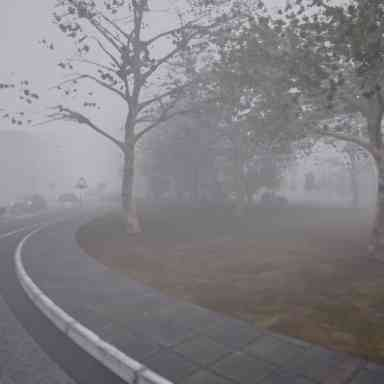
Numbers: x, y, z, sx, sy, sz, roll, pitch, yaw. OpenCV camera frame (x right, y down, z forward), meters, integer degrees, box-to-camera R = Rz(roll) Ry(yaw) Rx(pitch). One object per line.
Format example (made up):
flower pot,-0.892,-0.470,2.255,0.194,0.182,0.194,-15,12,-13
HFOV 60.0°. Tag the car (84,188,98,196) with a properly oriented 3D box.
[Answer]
car,-18.366,0.063,61.672,2.150,2.045,5.566,0,1,-5

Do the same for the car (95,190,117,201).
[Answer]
car,-14.751,0.759,57.408,2.033,1.411,5.357,0,1,-5

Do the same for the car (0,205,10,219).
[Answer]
car,-15.242,1.432,23.680,1.895,1.301,4.718,0,1,-5

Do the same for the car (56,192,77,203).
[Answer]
car,-17.100,0.823,45.594,1.837,1.490,4.892,0,-3,-5

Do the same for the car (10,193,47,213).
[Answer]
car,-16.007,1.022,32.640,2.097,1.767,4.553,0,1,-5

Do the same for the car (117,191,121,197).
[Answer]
car,-15.610,0.406,67.792,1.994,1.385,4.181,0,1,-5
